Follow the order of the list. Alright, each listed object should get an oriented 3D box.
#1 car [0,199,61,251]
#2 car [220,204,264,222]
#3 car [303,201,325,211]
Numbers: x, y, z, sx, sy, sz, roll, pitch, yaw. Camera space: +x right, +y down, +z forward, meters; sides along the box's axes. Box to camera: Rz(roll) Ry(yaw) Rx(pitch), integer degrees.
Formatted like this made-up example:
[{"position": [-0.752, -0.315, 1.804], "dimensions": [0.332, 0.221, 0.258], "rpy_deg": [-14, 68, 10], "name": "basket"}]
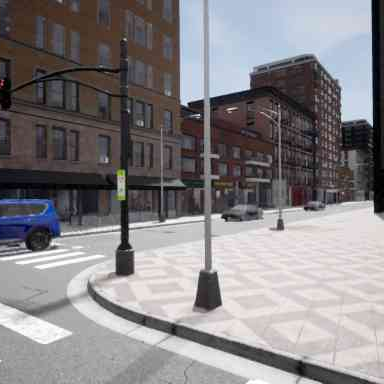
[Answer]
[{"position": [-7.728, 1.301, 12.453], "dimensions": [2.150, 2.045, 5.566], "rpy_deg": [-1, -1, 36], "name": "car"}, {"position": [4.594, 1.806, 29.581], "dimensions": [2.033, 1.411, 5.357], "rpy_deg": [-1, -1, 36], "name": "car"}, {"position": [17.496, 1.979, 47.349], "dimensions": [2.033, 1.411, 5.357], "rpy_deg": [-1, -1, 36], "name": "car"}]
